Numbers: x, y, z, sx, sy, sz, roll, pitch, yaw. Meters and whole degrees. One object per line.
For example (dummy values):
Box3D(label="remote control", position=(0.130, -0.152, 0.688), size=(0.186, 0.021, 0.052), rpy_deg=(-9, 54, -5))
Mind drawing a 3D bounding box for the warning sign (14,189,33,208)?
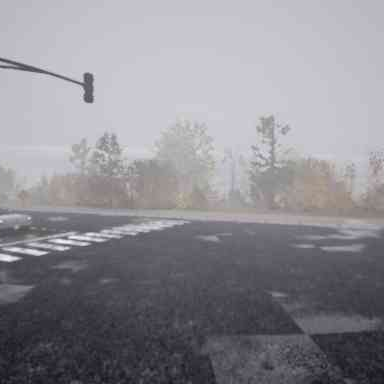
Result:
Box3D(label="warning sign", position=(-16.742, 0.618, 33.005), size=(1.060, 1.860, 1.300), rpy_deg=(2, 2, 32))

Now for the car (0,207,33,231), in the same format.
Box3D(label="car", position=(-10.779, 1.490, 18.094), size=(4.718, 1.301, 1.895), rpy_deg=(0, 2, 32))
